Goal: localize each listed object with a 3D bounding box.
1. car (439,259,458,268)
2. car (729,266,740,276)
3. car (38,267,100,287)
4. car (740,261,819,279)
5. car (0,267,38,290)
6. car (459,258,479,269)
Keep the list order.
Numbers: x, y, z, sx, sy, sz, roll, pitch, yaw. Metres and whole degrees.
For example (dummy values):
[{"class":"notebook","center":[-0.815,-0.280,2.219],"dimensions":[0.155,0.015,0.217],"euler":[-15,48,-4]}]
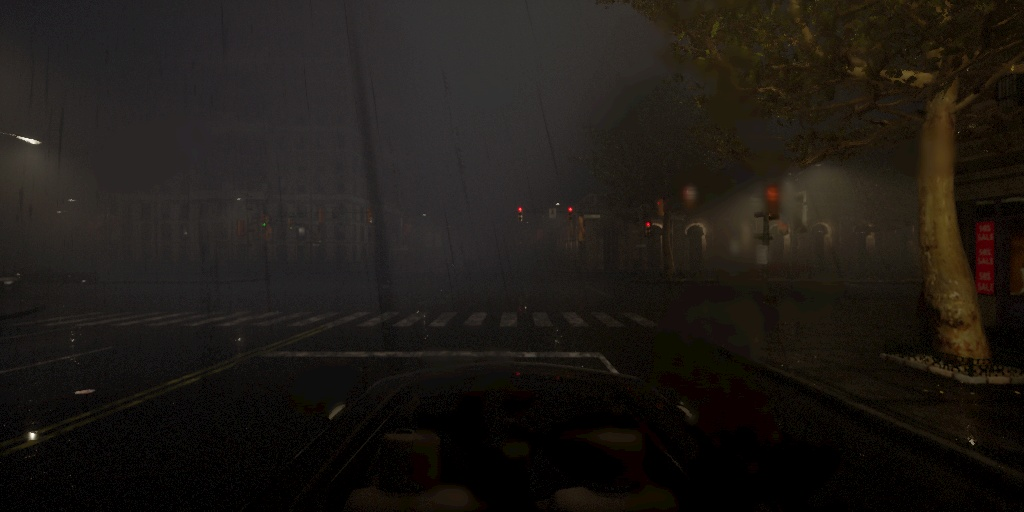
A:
[{"class":"car","center":[-10.376,1.287,57.312],"dimensions":[1.994,1.385,4.181],"euler":[0,0,1]},{"class":"car","center":[23.601,1.260,34.712],"dimensions":[4.674,1.442,1.812],"euler":[0,0,0]},{"class":"car","center":[-30.273,1.340,23.532],"dimensions":[4.718,1.301,1.895],"euler":[0,0,1]},{"class":"car","center":[23.212,1.213,31.235],"dimensions":[5.008,1.535,1.882],"euler":[0,0,1]},{"class":"car","center":[-30.496,1.233,20.035],"dimensions":[4.902,1.511,2.128],"euler":[0,0,1]},{"class":"car","center":[-6.869,1.200,57.775],"dimensions":[1.882,1.535,5.008],"euler":[0,0,1]}]
